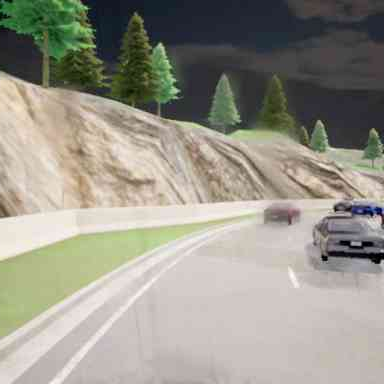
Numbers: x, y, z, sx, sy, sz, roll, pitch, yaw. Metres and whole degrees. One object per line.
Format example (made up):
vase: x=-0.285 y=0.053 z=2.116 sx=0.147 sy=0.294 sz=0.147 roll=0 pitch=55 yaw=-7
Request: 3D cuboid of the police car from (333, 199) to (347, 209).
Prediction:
police car: x=18.157 y=1.596 z=38.121 sx=4.974 sy=1.542 sz=2.038 roll=1 pitch=0 yaw=-41

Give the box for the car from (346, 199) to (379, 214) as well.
car: x=16.731 y=1.568 z=31.654 sx=1.882 sy=1.535 sz=5.008 roll=0 pitch=0 yaw=42

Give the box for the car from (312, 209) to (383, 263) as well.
car: x=5.540 y=1.575 z=12.211 sx=2.033 sy=1.411 sz=5.357 roll=0 pitch=0 yaw=16

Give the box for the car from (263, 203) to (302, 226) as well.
car: x=6.630 y=1.497 z=24.089 sx=1.882 sy=1.535 sz=5.008 roll=0 pitch=0 yaw=28

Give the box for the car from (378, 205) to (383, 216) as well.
car: x=12.311 y=1.672 z=19.638 sx=1.895 sy=1.301 sz=4.718 roll=0 pitch=0 yaw=27
